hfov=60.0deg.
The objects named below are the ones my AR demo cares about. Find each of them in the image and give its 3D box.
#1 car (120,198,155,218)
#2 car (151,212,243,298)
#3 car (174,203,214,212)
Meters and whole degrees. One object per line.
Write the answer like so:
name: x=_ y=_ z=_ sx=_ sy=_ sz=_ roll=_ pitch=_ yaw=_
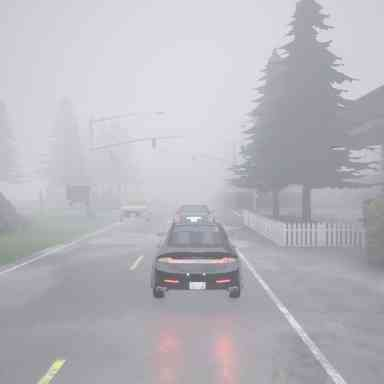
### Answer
car: x=-3.508 y=1.093 z=22.103 sx=1.882 sy=1.535 sz=5.008 roll=0 pitch=0 yaw=0
car: x=0.097 y=1.492 z=8.477 sx=2.128 sy=1.511 sz=4.902 roll=0 pitch=0 yaw=0
car: x=0.094 y=1.352 z=17.631 sx=2.097 sy=1.767 sz=4.553 roll=0 pitch=0 yaw=0
